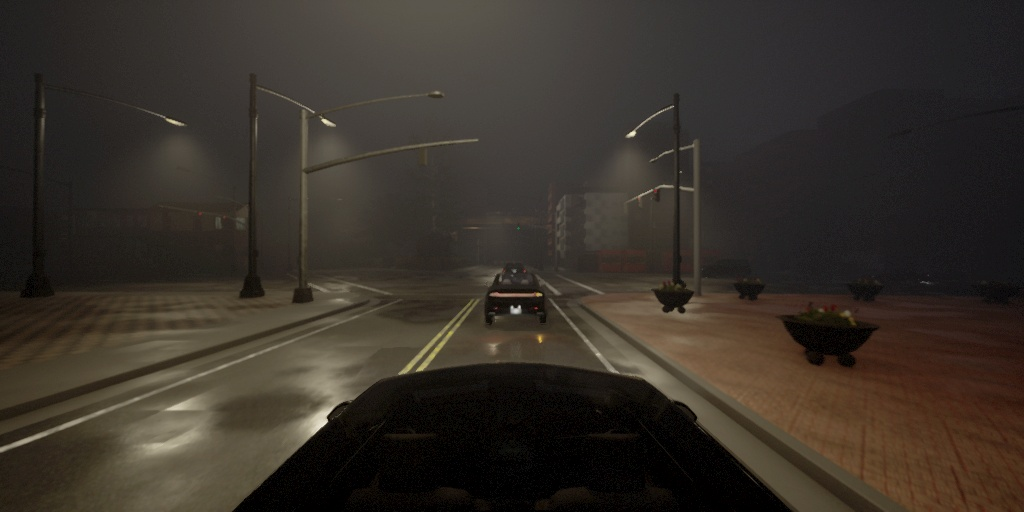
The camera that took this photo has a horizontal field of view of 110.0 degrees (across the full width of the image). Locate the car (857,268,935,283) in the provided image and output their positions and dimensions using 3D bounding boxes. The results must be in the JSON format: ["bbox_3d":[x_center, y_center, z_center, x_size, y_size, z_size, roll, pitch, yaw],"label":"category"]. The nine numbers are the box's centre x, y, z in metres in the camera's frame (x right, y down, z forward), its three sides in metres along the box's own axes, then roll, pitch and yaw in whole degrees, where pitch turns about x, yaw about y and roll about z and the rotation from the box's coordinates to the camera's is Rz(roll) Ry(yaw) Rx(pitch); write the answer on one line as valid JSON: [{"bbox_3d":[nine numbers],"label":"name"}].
[{"bbox_3d":[36.873,1.888,34.766,5.357,1.411,2.033,1,0,0],"label":"car"}]

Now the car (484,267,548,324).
[{"bbox_3d":[0.123,1.289,12.109,2.128,1.511,4.902,0,0,0],"label":"car"}]

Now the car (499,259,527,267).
[{"bbox_3d":[0.210,1.263,30.811,2.097,1.767,4.553,0,0,0],"label":"car"}]

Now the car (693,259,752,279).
[{"bbox_3d":[22.457,1.363,38.232,5.566,2.045,2.150,1,0,0],"label":"car"}]

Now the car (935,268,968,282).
[{"bbox_3d":[45.595,2.012,38.238,4.674,1.442,1.812,1,0,0],"label":"car"}]
